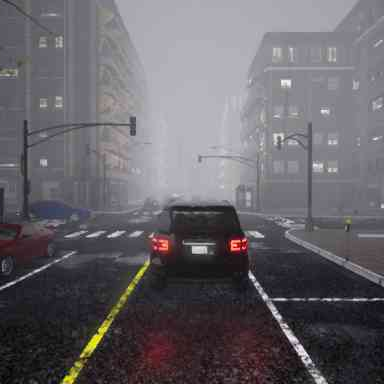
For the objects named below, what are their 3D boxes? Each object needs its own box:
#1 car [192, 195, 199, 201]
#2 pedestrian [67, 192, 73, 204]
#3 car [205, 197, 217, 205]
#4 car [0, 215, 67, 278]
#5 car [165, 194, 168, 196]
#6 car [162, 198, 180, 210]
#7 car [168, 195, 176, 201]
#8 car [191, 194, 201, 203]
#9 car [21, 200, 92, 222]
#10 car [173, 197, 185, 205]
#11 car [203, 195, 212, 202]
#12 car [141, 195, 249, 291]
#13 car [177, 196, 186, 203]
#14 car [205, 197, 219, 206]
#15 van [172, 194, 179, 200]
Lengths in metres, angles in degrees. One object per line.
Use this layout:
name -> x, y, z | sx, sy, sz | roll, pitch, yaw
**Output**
car -> 0.856, 1.478, 82.752 | 1.882, 1.535, 5.008 | 0, 0, 1
pedestrian -> -12.374, 0.902, 33.550 | 0.375, 1.860, 0.375 | 0, -1, 0
car -> 3.296, 1.543, 59.304 | 1.887, 1.381, 4.507 | 0, 0, 1
car -> -5.600, 1.581, 10.074 | 1.802, 1.307, 4.206 | 0, 0, 1
car -> -4.967, 1.314, 70.675 | 2.192, 1.841, 5.009 | 0, 0, 1
car -> -2.644, 1.562, 43.109 | 1.994, 1.385, 4.181 | 0, 0, 2
car -> -4.849, 1.525, 81.782 | 1.752, 1.417, 4.829 | 0, 0, 1
car -> 0.821, 1.351, 69.422 | 2.097, 1.767, 4.553 | 0, 0, 1
car -> -10.048, 1.357, 24.824 | 5.008, 1.535, 1.882 | 2, 0, 0
car -> -2.428, 1.563, 61.649 | 1.994, 1.385, 4.181 | 0, 0, 1
car -> 3.473, 1.440, 76.220 | 1.967, 1.590, 4.097 | 0, 0, 1
car -> 0.178, 1.221, 9.152 | 2.150, 2.045, 5.566 | 0, 0, 1
car -> -2.259, 1.522, 71.954 | 1.812, 1.442, 4.674 | 0, 0, 1
car -> 3.237, 1.549, 53.667 | 2.008, 1.369, 4.403 | 0, 0, 1
van -> -4.730, 1.340, 93.229 | 1.690, 1.788, 3.998 | 0, 0, 1
